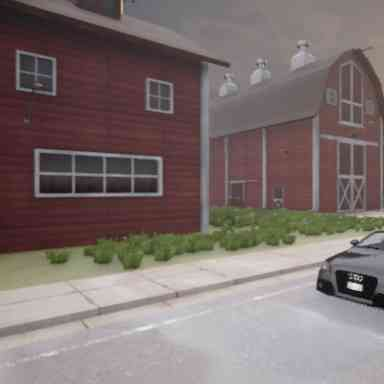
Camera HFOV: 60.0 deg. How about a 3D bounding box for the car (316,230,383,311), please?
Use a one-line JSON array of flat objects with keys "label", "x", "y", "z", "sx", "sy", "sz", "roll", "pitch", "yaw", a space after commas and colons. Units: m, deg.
[{"label": "car", "x": 4.604, "y": 1.546, "z": 7.255, "sx": 4.181, "sy": 1.385, "sz": 1.994, "roll": 0, "pitch": 0, "yaw": -36}]
